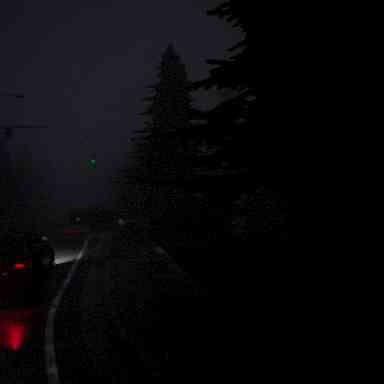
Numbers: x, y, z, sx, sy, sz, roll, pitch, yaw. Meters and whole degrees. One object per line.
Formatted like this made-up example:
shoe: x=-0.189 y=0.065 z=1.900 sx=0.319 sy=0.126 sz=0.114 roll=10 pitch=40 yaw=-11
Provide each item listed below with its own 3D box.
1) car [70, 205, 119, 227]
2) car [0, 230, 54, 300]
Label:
car: x=-7.467 y=1.781 z=25.772 sx=1.882 sy=1.535 sz=5.008 roll=-2 pitch=-1 yaw=12
car: x=-4.742 y=1.659 z=8.457 sx=1.994 sy=1.385 sz=4.181 roll=0 pitch=-1 yaw=-18
